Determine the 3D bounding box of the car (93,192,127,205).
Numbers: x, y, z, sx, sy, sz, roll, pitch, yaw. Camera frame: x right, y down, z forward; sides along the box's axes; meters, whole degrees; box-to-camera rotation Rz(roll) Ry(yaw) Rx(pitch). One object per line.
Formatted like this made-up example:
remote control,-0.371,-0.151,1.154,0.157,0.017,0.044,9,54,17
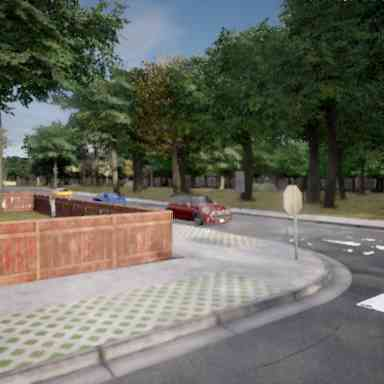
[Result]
car,-7.822,0.766,31.431,1.882,1.535,5.008,-3,3,-35

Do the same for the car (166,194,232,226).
car,0.318,0.942,19.954,2.097,1.767,4.553,-3,3,-35

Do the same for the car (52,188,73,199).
car,-17.756,0.228,45.540,1.882,1.535,5.008,-3,3,-35
